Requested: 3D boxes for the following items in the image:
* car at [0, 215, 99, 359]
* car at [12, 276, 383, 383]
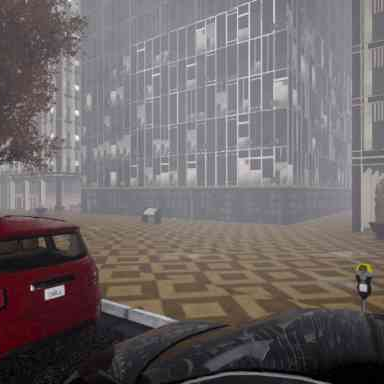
[{"bbox_3d":[-3.627,1.315,5.473,5.009,1.841,2.192,0,0,36],"label":"car"},{"bbox_3d":[0.865,1.566,2.260,4.313,1.339,1.947,0,0,36],"label":"car"}]
